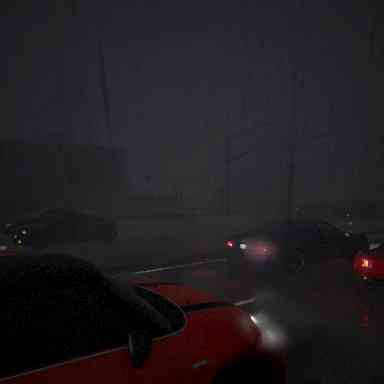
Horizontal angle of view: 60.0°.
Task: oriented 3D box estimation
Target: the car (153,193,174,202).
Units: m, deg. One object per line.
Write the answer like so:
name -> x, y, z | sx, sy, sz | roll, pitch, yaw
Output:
car -> -6.493, 1.225, 76.104 | 2.150, 2.045, 5.566 | 0, 0, -36

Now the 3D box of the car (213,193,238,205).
car -> 5.658, 1.222, 59.262 | 2.150, 2.045, 5.566 | 0, 0, -36

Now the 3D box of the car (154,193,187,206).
car -> -3.632, 1.221, 54.163 | 2.150, 2.045, 5.566 | 0, 0, -35

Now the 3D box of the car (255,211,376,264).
car -> 3.481, 1.547, 10.569 | 5.357, 1.411, 2.033 | 0, 0, -35

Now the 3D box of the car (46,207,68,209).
car -> -7.262, 1.526, 17.234 | 4.674, 1.442, 1.812 | 0, 0, -35

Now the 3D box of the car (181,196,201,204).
car -> -0.218, 1.564, 67.418 | 1.994, 1.385, 4.181 | 0, 0, -37

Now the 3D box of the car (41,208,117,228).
car -> -5.335, 1.564, 14.309 | 4.181, 1.385, 1.994 | 0, 0, -35

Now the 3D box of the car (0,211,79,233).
car -> -4.339, 1.352, 4.953 | 4.553, 1.767, 2.097 | 0, 0, -35

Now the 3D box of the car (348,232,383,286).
car -> 6.052, 1.601, 8.097 | 4.718, 1.301, 1.895 | 0, 0, -35

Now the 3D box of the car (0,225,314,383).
car -> -1.281, 1.352, 2.833 | 4.553, 1.767, 2.097 | 0, 0, -35

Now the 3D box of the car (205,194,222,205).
car -> 2.402, 1.547, 57.774 | 2.033, 1.411, 5.357 | 0, 0, -36

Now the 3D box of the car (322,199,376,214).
car -> 13.238, 1.352, 27.534 | 4.553, 1.767, 2.097 | 0, 0, -35

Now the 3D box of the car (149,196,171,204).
car -> -6.182, 1.505, 63.688 | 1.837, 1.490, 4.892 | 0, 0, -36

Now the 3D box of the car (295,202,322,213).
car -> 11.684, 1.601, 30.725 | 4.718, 1.301, 1.895 | 0, 0, -35

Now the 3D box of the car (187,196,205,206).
car -> -0.599, 1.547, 55.947 | 2.033, 1.411, 5.357 | 0, 0, -36
